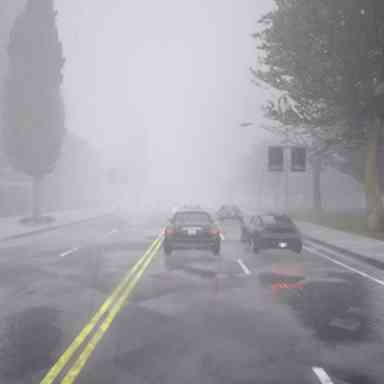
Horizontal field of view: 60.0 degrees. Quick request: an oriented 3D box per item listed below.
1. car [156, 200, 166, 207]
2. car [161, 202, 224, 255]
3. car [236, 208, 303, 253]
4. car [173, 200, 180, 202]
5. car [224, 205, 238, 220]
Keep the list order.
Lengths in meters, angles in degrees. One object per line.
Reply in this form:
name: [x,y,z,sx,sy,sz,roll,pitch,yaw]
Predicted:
car: [-6.501,2.412,70.982,1.837,1.490,4.892,0,-1,0]
car: [0.002,1.487,14.063,2.097,1.767,4.553,0,-1,0]
car: [3.253,1.648,14.311,1.837,1.490,4.892,0,0,0]
car: [-3.251,2.452,70.981,2.033,1.411,5.357,0,-1,0]
car: [3.251,1.847,28.986,2.033,1.411,5.357,0,-1,0]
